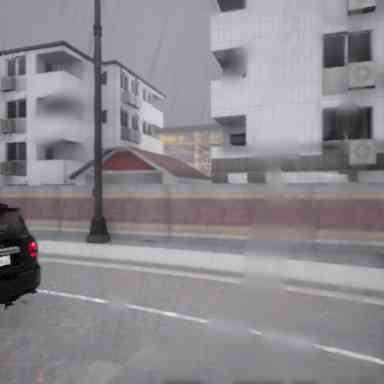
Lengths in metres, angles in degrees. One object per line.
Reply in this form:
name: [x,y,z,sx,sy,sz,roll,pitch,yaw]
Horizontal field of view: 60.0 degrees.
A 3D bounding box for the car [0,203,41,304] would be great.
car: [-5.554,1.210,6.432,5.566,2.045,2.150,0,0,23]
